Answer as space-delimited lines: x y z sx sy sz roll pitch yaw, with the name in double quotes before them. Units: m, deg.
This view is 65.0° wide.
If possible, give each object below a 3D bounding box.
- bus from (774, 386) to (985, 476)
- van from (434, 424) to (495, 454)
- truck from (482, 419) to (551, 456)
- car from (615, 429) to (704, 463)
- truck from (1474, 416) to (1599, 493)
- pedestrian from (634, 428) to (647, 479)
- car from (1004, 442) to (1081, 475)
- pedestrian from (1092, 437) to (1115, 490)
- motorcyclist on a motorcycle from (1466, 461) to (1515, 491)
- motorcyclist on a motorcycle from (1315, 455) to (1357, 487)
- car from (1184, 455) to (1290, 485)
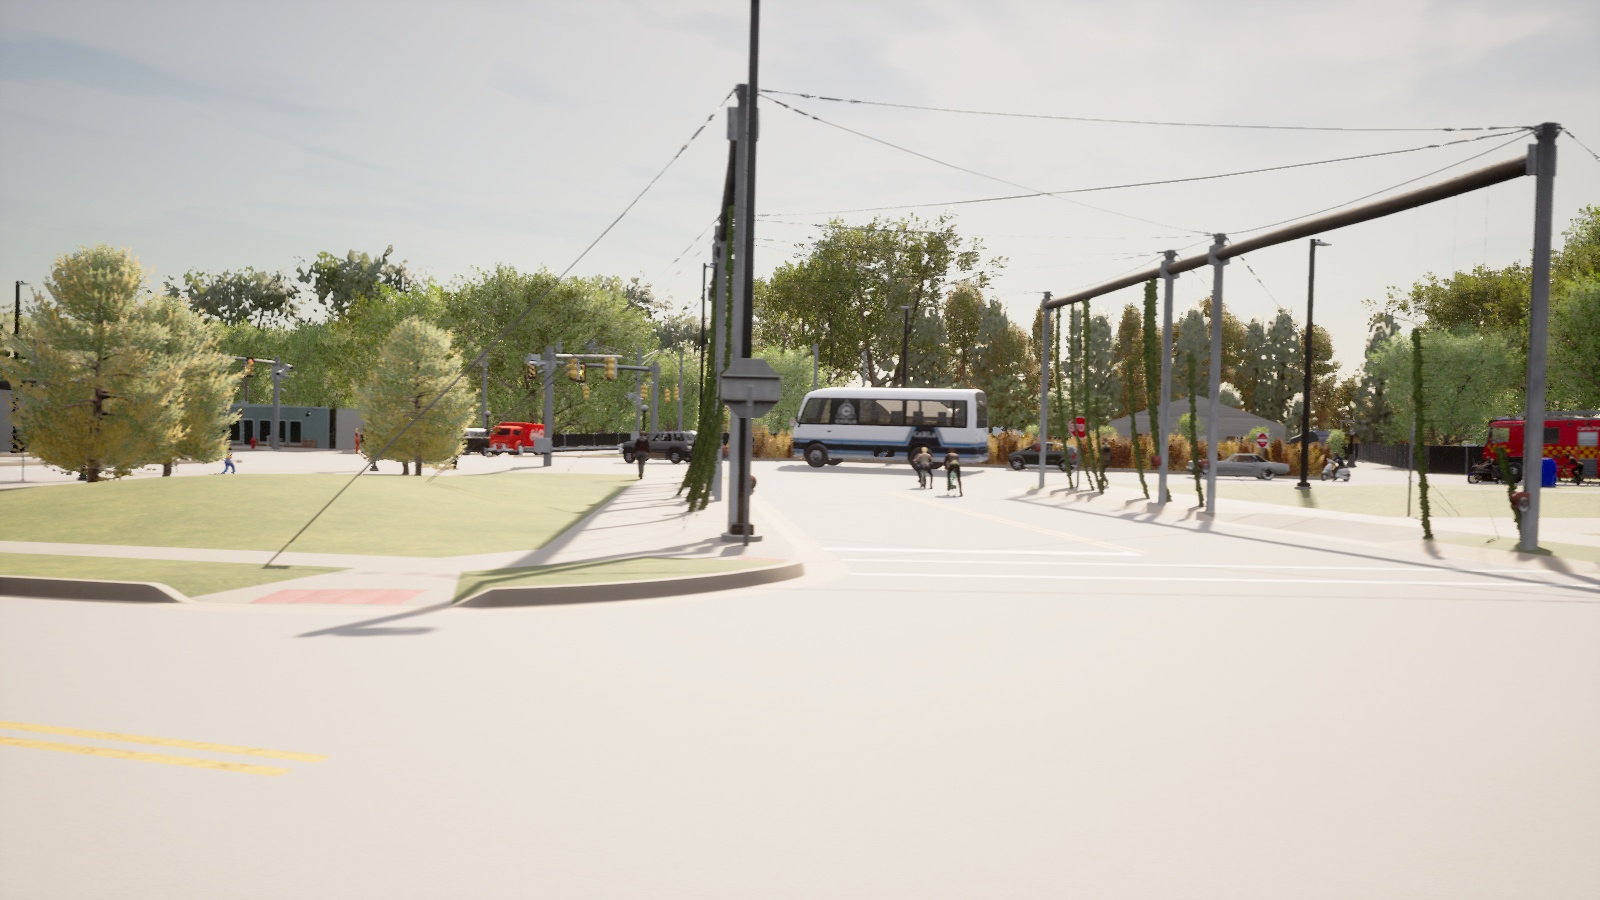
"bus" 4.184 -1.100 66.008 10.273 4.253 3.944 2 2 20
"van" -24.230 -0.768 90.963 2.069 2.038 4.480 1 -1 19
"truck" -20.388 -0.884 90.516 2.627 2.467 5.204 2 0 16
"car" -7.861 -0.235 70.431 4.605 1.855 1.932 1 1 20
"truck" 40.283 0.198 65.717 2.891 3.827 8.468 0 1 -32
"pedestrian" -5.932 0.126 46.666 0.376 1.854 0.720 2 2 -5
"car" 12.888 0.449 66.718 3.705 1.549 1.789 2 2 19
"pedestrian" 11.277 0.509 46.642 0.396 1.930 0.692 1 2 -25
"motorcyclist on a motorcycle" 36.594 1.376 66.605 2.191 1.530 0.866 1 0 23
"motorcyclist on a motorcycle" 28.483 1.098 66.795 1.817 1.590 0.866 2 1 -12
"car" 21.723 0.983 62.593 4.718 1.301 1.895 2 1 9
